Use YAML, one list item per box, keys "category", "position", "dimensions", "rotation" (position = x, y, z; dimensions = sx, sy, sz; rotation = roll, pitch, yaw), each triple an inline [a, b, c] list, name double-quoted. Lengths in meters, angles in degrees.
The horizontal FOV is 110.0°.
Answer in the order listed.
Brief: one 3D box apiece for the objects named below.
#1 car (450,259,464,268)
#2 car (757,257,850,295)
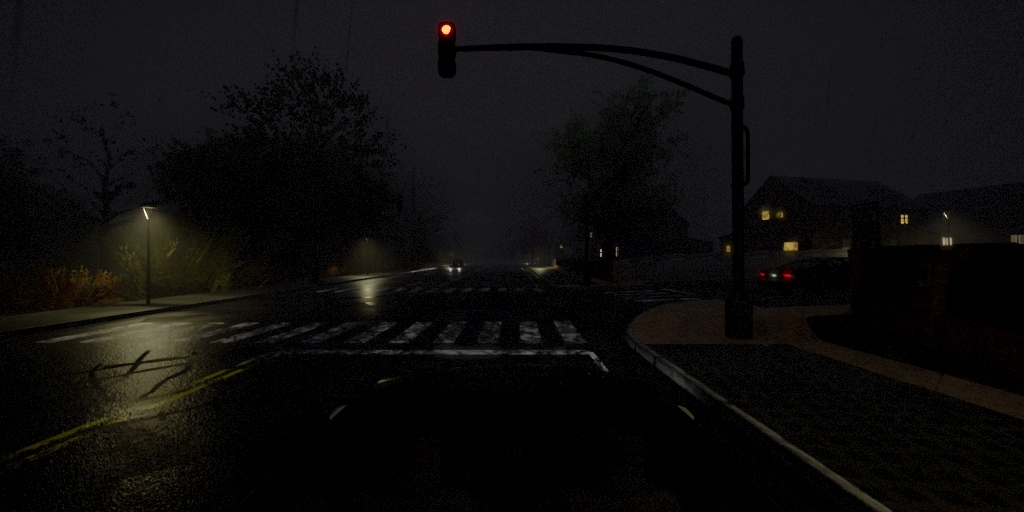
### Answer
- category: "car"
  position: [-9.697, 1.310, 63.260]
  dimensions: [1.837, 1.490, 4.892]
  rotation: [0, 0, 0]
- category: "car"
  position: [12.835, 0.747, 14.387]
  dimensions: [5.357, 1.411, 2.033]
  rotation: [-2, -1, -6]
